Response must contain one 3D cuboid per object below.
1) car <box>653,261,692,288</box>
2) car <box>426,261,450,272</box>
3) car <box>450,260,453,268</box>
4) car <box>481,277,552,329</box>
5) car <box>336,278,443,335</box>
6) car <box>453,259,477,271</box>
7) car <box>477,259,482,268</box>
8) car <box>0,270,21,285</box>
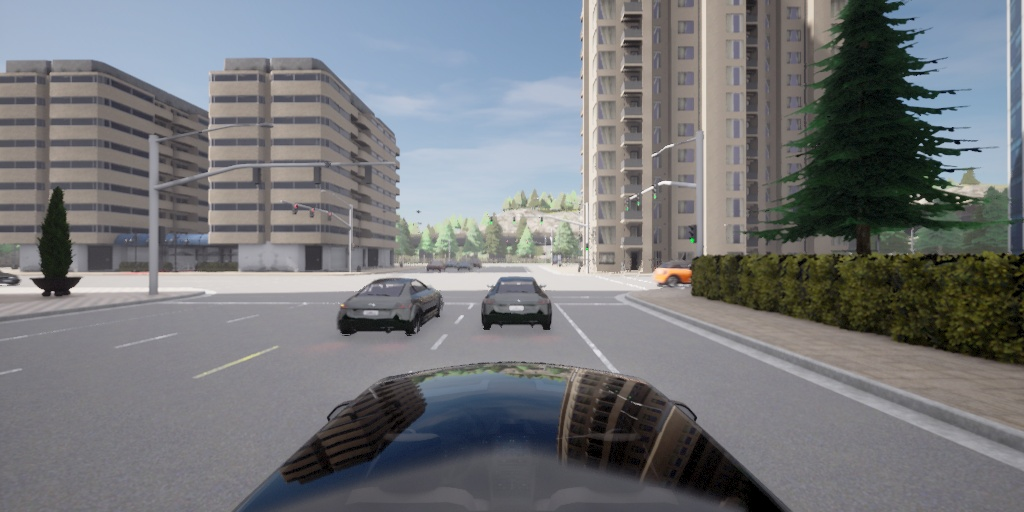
[{"bbox_3d":[11.756,1.106,23.434,4.553,1.767,2.097,0,0,1],"label":"car"},{"bbox_3d":[-10.237,1.351,48.713,1.882,1.535,5.008,0,0,1],"label":"car"},{"bbox_3d":[-10.125,1.454,60.933,2.033,1.411,5.357,0,0,1],"label":"car"},{"bbox_3d":[0.148,1.340,11.414,1.994,1.385,4.181,0,0,1],"label":"car"},{"bbox_3d":[-3.360,1.338,10.597,1.994,1.385,4.181,0,0,1],"label":"car"},{"bbox_3d":[-6.708,1.430,51.751,2.033,1.411,5.357,0,0,1],"label":"car"},{"bbox_3d":[-6.595,1.266,63.656,2.097,1.767,4.553,0,0,1],"label":"car"},{"bbox_3d":[-36.430,1.386,24.293,4.674,1.442,1.812,1,0,1],"label":"car"}]
